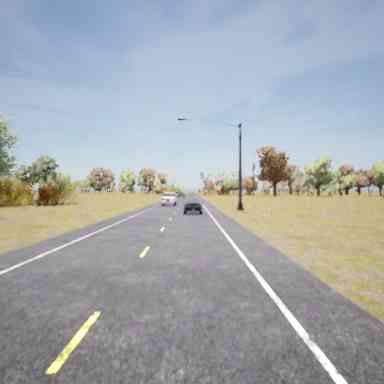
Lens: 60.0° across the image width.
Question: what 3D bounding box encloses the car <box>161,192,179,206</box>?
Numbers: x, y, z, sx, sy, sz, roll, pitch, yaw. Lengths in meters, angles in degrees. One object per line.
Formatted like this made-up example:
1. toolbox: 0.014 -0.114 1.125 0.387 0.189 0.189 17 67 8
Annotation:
1. car: -3.557 1.089 51.485 2.150 2.045 5.566 0 0 0

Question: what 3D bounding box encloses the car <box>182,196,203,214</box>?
1. car: 0.102 1.418 33.942 1.837 1.490 4.892 0 0 0
